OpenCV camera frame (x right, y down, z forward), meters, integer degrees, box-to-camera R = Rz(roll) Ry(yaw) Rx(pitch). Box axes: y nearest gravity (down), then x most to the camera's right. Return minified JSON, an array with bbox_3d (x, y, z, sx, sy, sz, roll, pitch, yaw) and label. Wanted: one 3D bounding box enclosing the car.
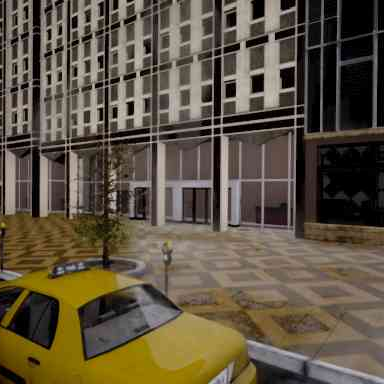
[{"bbox_3d":[-1.654,1.524,4.076,4.829,1.417,1.752,0,1,36],"label":"car"}]
